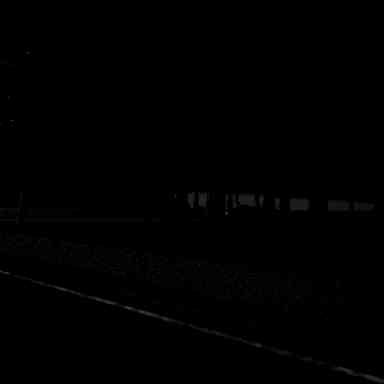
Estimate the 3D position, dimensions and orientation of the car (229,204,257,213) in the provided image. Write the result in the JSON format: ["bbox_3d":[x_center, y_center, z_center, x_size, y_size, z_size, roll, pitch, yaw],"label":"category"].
[{"bbox_3d":[8.606,2.860,56.338,4.181,1.385,1.994,1,0,-11],"label":"car"}]

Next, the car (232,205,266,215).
[{"bbox_3d":[9.206,2.946,53.144,4.718,1.301,1.895,1,0,-11],"label":"car"}]
